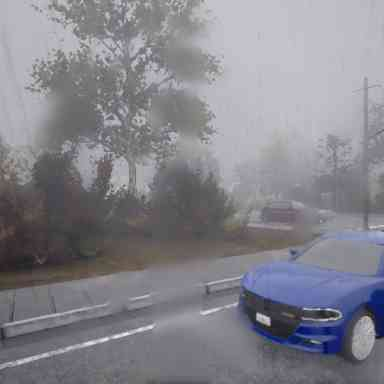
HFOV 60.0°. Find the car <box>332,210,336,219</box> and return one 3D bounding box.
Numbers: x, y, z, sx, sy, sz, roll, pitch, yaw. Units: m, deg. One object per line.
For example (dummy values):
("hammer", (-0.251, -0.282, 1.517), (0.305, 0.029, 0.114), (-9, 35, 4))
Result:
("car", (9.151, 1.694, 27.197), (1.895, 1.301, 4.718), (0, -1, -39))

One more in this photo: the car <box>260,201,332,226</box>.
("car", (7.214, 1.432, 23.979), (2.097, 1.767, 4.553), (0, -1, -39))

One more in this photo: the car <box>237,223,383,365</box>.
("car", (3.042, 1.477, 5.992), (5.008, 1.535, 1.882), (0, 0, -34))
